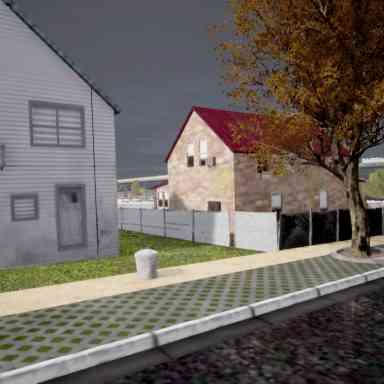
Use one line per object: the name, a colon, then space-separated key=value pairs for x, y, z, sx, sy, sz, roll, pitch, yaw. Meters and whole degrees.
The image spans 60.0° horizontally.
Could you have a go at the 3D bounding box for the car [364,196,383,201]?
car: x=28.556 y=1.828 z=52.478 sx=1.882 sy=1.535 sz=5.008 roll=-2 pitch=0 yaw=1

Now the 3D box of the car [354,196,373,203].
car: x=38.574 y=1.585 z=74.944 sx=1.837 sy=1.490 sz=4.892 roll=-2 pitch=0 yaw=0

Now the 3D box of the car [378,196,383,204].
car: x=38.487 y=1.625 z=64.518 sx=2.128 sy=1.511 sz=4.902 roll=-2 pitch=0 yaw=0

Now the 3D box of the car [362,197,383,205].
car: x=35.241 y=1.740 z=64.551 sx=2.128 sy=1.511 sz=4.902 roll=-2 pitch=0 yaw=0
